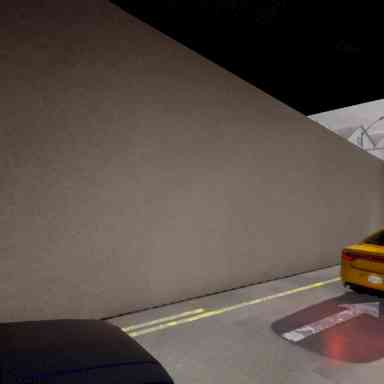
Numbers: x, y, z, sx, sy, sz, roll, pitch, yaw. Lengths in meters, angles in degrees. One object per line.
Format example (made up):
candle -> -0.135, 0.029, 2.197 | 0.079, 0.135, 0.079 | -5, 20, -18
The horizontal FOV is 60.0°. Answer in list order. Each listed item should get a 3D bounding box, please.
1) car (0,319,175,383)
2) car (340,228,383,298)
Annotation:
car -> -2.664, 1.547, 1.884 | 5.357, 1.411, 2.033 | 0, 0, -35
car -> 5.431, 1.478, 7.636 | 5.008, 1.535, 1.882 | 0, 0, -35
